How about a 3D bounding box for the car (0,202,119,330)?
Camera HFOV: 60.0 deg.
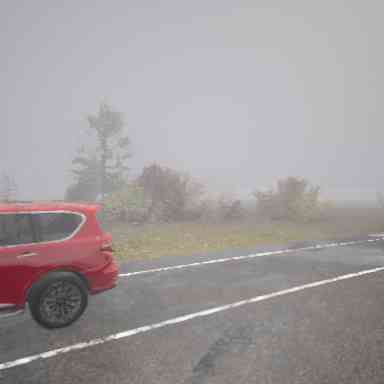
[{"bbox_3d":[-3.989,1.223,5.396,5.566,2.045,2.150,0,0,-35],"label":"car"}]
